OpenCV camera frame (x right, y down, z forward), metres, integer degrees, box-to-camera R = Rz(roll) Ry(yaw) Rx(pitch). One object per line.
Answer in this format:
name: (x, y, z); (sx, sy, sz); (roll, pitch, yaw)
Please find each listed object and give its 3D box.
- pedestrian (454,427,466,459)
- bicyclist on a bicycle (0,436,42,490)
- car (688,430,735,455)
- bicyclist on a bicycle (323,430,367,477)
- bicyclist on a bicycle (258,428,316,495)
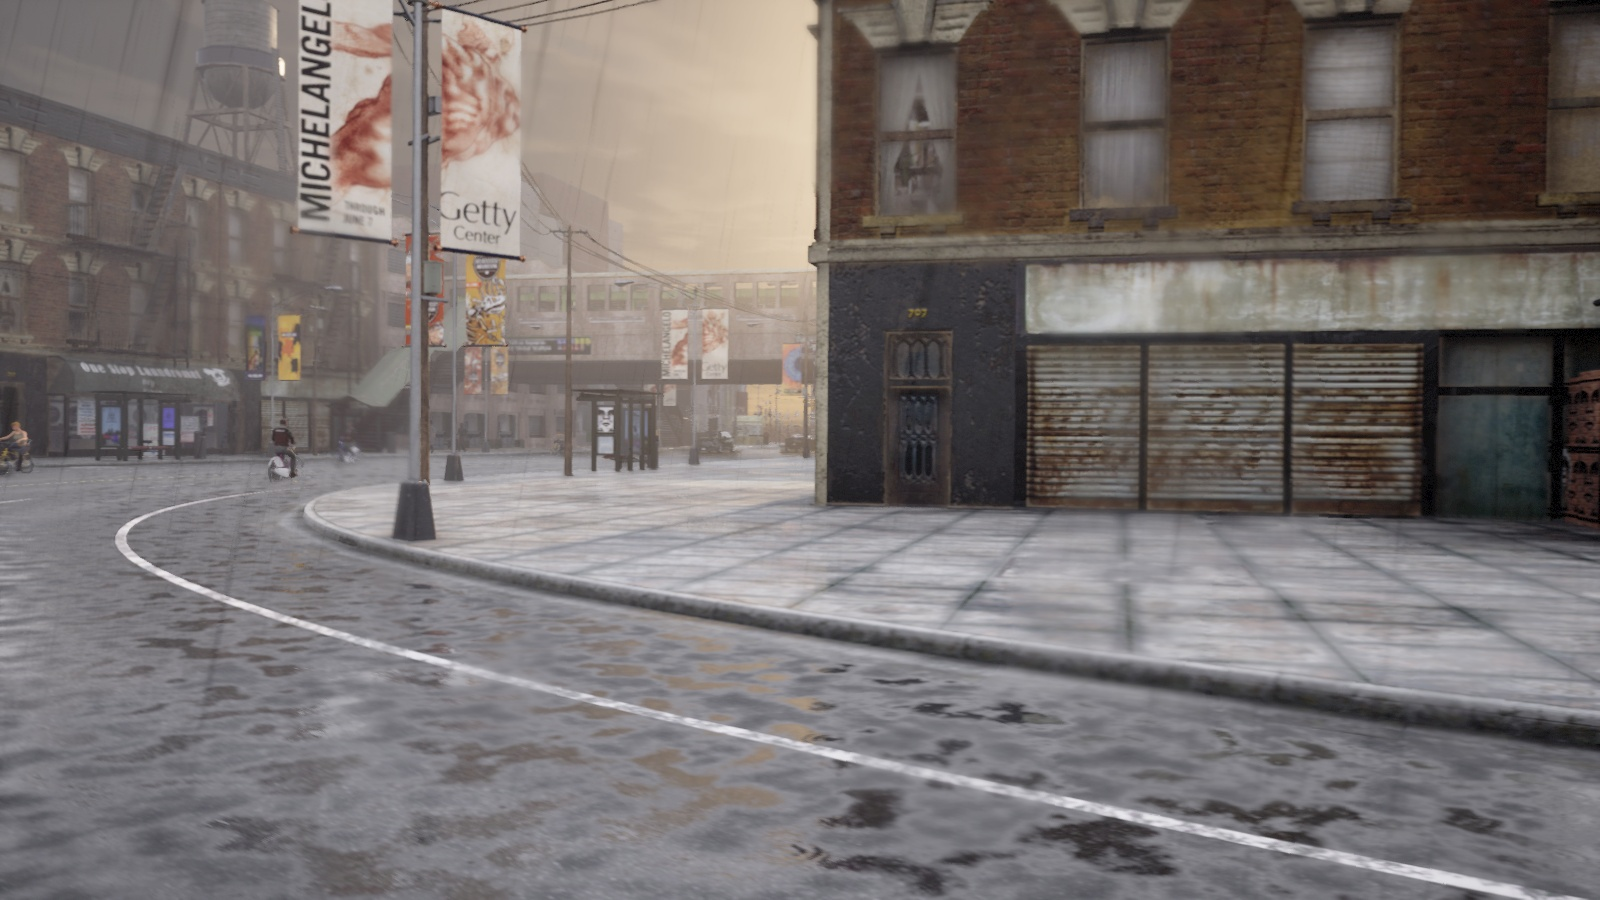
pedestrian: (-20.750, -0.423, 76.594); (0.395, 1.930, 0.692); (0, 1, 16)
bicyclist on a bicycle: (-23.974, 0.381, 38.119); (0.866, 1.612, 1.509); (0, 1, 10)
car: (-6.470, -0.549, 92.482); (2.097, 1.767, 4.553); (0, 1, 15)
bicyclist on a bicycle: (-17.740, 0.122, 48.966); (0.659, 1.776, 1.843); (0, 1, 14)
bicyclist on a bicycle: (-13.909, 0.281, 34.107); (0.659, 1.776, 1.843); (0, 1, 6)
